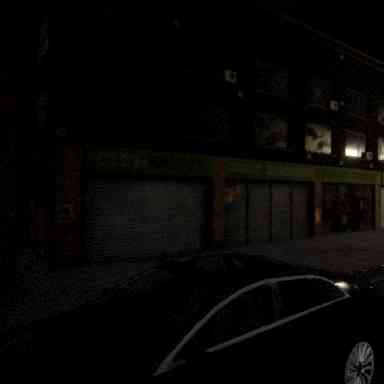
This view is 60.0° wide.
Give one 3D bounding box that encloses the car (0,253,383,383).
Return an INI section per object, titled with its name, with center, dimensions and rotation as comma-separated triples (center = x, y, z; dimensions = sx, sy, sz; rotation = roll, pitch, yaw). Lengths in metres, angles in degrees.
[car]
center = 0.142, 1.500, 3.480
dimensions = 4.902, 1.511, 2.128
rotation = 0, 0, -36
